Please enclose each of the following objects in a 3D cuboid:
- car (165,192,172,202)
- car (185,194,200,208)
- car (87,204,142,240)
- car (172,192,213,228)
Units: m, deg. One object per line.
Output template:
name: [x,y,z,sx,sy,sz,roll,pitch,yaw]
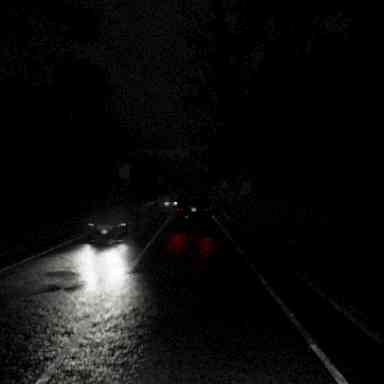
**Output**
car: [-3.448,0.860,58.003,2.097,1.767,4.553,0,1,2]
car: [0.099,1.098,42.495,1.801,1.575,5.366,0,0,0]
car: [-3.599,1.355,16.107,2.128,1.511,4.902,0,0,0]
car: [0.103,1.044,20.993,2.150,2.045,5.566,0,1,0]
